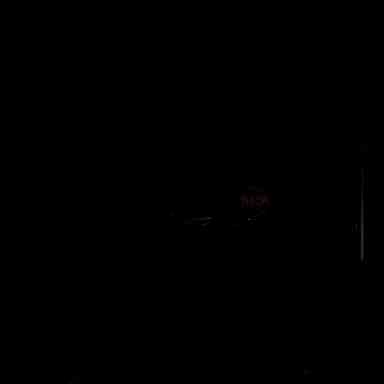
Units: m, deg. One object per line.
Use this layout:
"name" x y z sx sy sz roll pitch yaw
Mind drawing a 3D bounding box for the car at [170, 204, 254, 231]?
"car" 1.174 1.464 19.472 4.892 1.490 1.837 0 0 0
